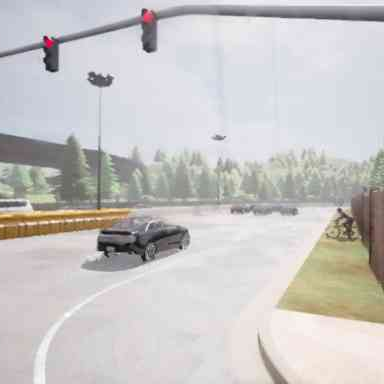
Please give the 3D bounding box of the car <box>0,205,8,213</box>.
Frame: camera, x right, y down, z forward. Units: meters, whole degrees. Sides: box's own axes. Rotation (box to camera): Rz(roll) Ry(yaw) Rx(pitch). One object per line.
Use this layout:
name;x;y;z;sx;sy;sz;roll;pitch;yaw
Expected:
car;-14.170;1.752;19.961;2.128;1.511;4.902;0;-1;24

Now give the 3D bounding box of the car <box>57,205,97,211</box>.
car;-10.301;1.941;28.516;2.128;1.511;4.902;0;-1;25

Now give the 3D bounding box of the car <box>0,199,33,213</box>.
car;-15.230;1.589;26.146;2.150;2.045;5.566;0;-1;25

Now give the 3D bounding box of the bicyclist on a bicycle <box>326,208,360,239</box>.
bicyclist on a bicycle;8.031;1.697;17.706;1.656;1.620;0.582;0;-1;25

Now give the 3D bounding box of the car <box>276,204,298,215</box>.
car;13.820;2.535;47.163;2.033;1.411;5.357;0;-1;24

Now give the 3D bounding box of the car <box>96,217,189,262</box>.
car;-1.718;1.729;13.260;2.128;1.511;4.902;0;-1;24

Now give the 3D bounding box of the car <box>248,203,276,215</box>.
car;10.044;2.509;47.387;2.033;1.411;5.357;0;-1;24

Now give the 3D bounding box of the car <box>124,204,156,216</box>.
car;-6.873;2.297;44.426;1.812;1.442;4.674;0;-1;25

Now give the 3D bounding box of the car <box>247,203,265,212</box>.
car;11.357;2.685;58.684;1.837;1.490;4.892;0;-1;25

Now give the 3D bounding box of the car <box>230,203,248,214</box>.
car;7.135;2.481;49.443;1.837;1.490;4.892;0;-1;25

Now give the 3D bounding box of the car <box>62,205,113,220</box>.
car;-10.979;2.120;35.458;2.033;1.411;5.357;0;-1;24
